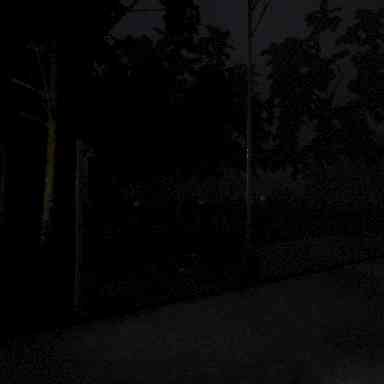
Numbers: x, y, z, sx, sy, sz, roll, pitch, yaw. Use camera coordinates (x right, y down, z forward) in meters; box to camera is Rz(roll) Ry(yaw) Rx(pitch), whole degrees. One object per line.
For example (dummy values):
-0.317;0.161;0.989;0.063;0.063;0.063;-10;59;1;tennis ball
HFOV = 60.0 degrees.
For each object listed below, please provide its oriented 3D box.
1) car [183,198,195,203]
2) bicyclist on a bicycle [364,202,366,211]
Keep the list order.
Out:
-0.198;1.827;62.654;2.128;1.511;4.902;1;0;-35;car
23.288;1.760;44.068;1.656;1.620;0.582;0;0;-36;bicyclist on a bicycle
